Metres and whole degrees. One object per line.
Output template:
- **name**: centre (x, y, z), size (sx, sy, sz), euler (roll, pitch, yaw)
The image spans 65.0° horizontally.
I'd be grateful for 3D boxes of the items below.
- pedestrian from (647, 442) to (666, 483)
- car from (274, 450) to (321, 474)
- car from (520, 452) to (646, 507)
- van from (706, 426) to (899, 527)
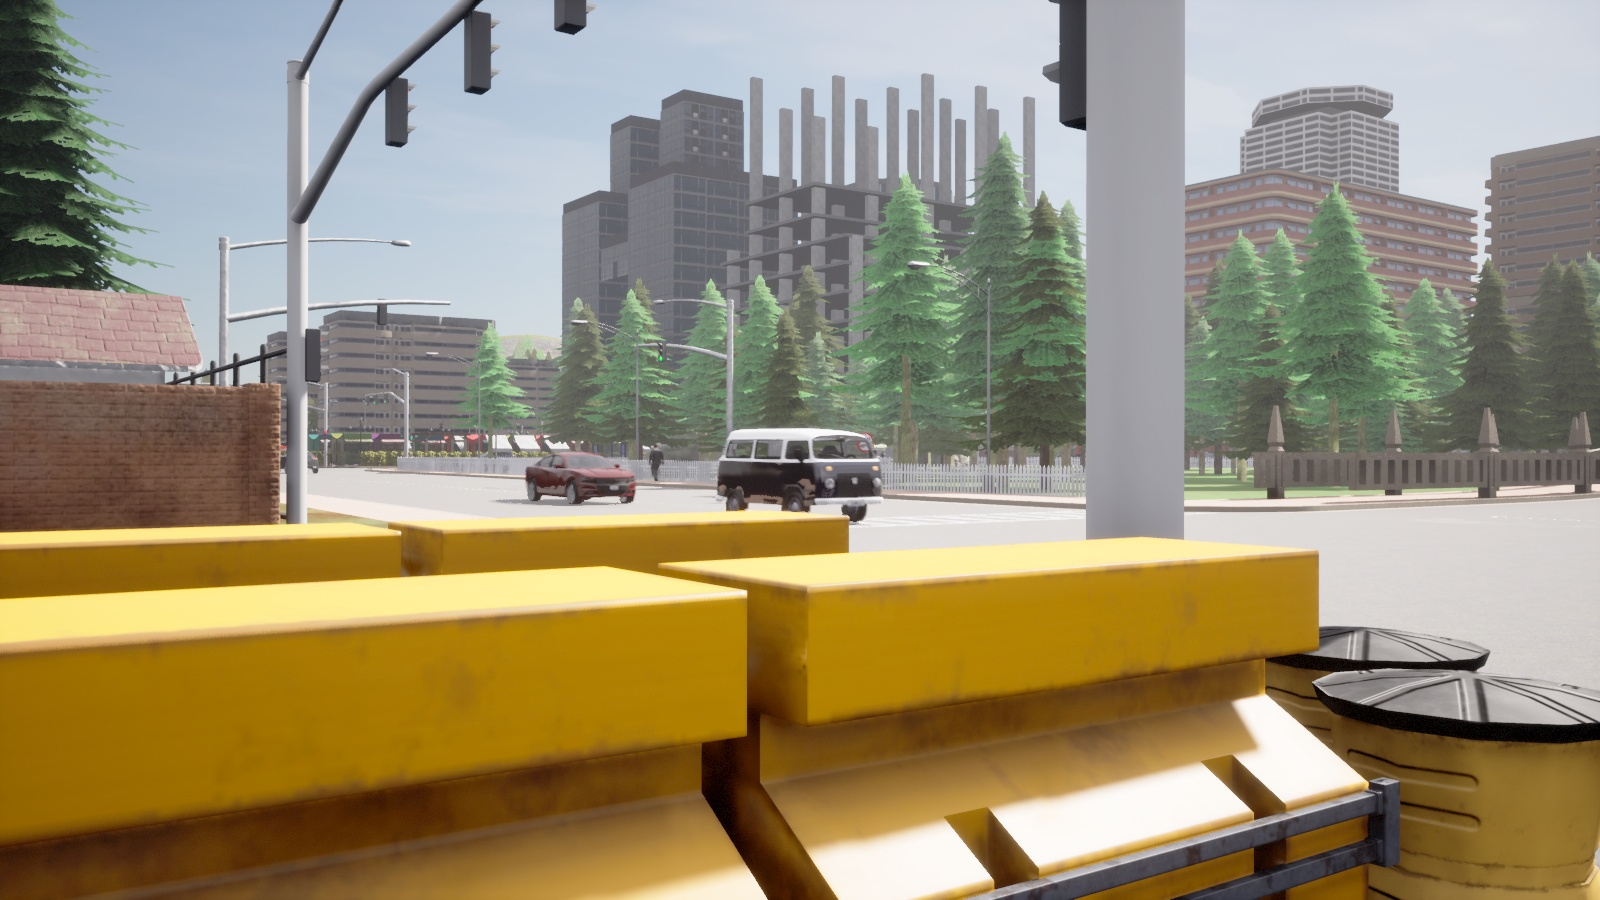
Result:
- **pedestrian**: centre (-6.590, 0.558, 57.606), size (0.563, 1.883, 0.849), euler (0, 0, -29)
- **car**: centre (-35.247, 0.813, 88.001), size (2.152, 1.651, 5.027), euler (0, 0, -33)
- **car**: centre (-6.569, 0.828, 37.525), size (1.882, 1.535, 5.008), euler (0, 0, -33)
- **van**: centre (-0.048, 0.536, 27.574), size (2.069, 2.038, 4.480), euler (0, 0, -34)
